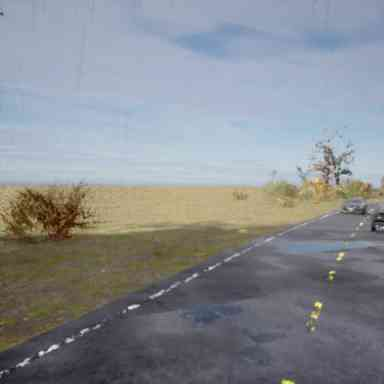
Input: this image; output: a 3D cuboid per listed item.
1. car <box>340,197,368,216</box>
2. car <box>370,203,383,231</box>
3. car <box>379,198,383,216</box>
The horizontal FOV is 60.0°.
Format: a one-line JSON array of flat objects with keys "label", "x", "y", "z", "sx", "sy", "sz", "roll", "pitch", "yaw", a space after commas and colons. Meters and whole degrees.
[{"label": "car", "x": 14.688, "y": 1.229, "z": 29.991, "sx": 1.837, "sy": 1.490, "sz": 4.892, "roll": 1, "pitch": 1, "yaw": 33}, {"label": "car", "x": 11.176, "y": 1.366, "z": 18.620, "sx": 1.837, "sy": 1.490, "sz": 4.892, "roll": 1, "pitch": 1, "yaw": 31}, {"label": "car", "x": 18.509, "y": 1.325, "z": 30.357, "sx": 2.033, "sy": 1.411, "sz": 5.357, "roll": 2, "pitch": 1, "yaw": 34}]
